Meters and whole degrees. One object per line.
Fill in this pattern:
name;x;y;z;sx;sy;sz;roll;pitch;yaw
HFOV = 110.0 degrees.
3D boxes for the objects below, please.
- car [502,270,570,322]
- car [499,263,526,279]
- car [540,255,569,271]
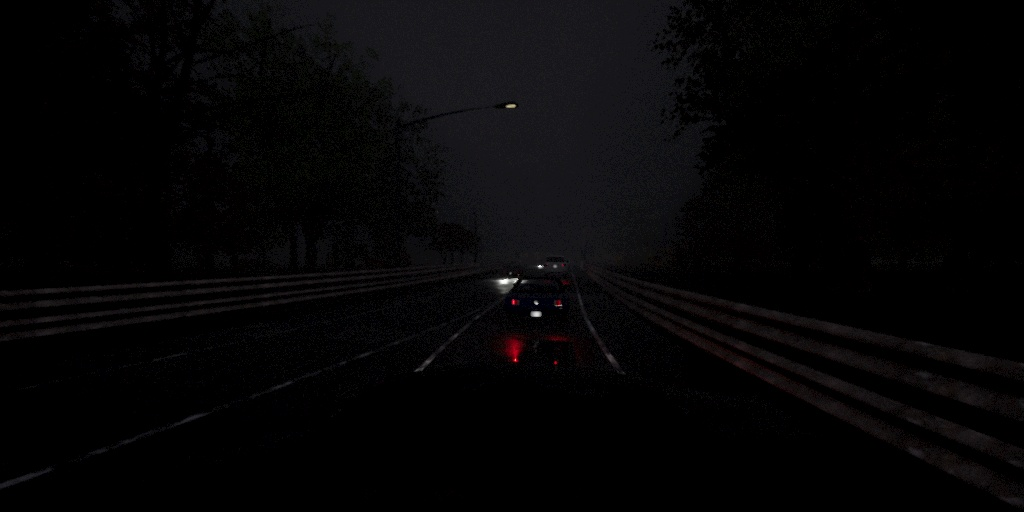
car;0.964;1.357;12.389;1.895;1.301;4.718;0;0;7
car;0.161;1.287;32.254;1.994;1.385;4.181;0;0;9
car;4.238;0.971;34.404;2.150;2.045;5.566;0;0;9
